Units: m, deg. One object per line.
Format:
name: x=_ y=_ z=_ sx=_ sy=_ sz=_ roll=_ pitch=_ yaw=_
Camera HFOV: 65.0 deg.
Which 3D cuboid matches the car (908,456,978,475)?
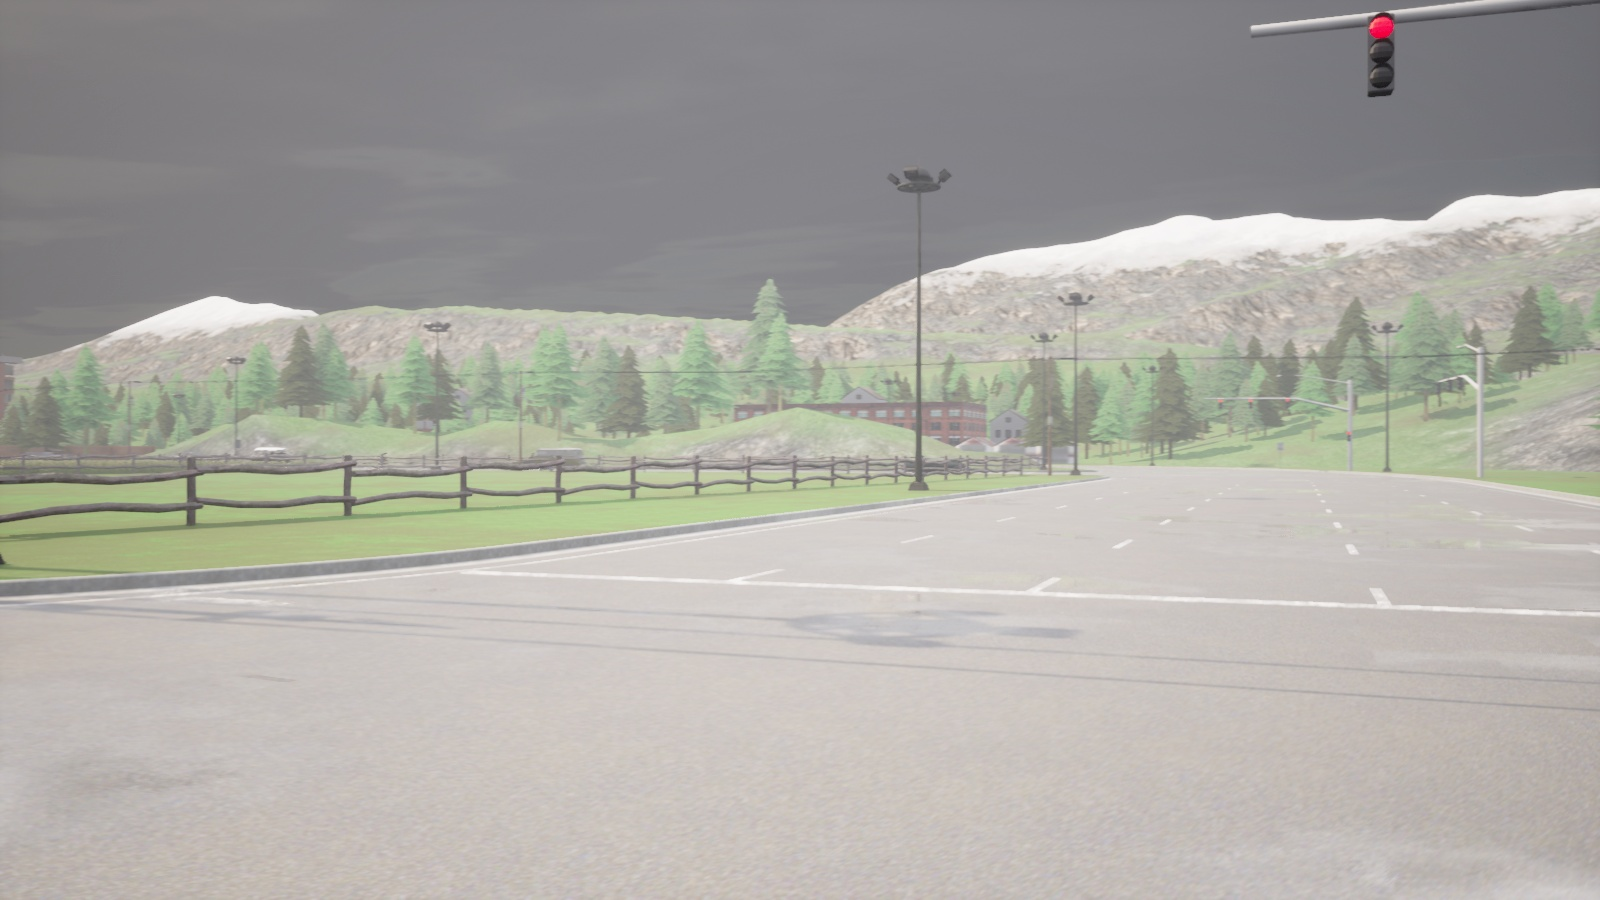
car: x=10.329 y=1.124 z=90.948 sx=4.718 sy=1.301 sz=1.895 roll=0 pitch=0 yaw=21
